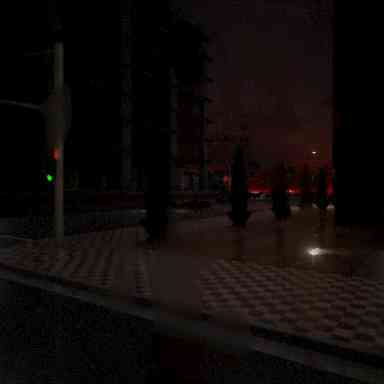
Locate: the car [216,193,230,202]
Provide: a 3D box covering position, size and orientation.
[{"bbox_3d":[5.917,1.190,56.224,1.882,1.535,5.008,0,0,35],"label":"car"}]

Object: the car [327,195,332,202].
[{"bbox_3d":[31.665,1.541,74.857,1.994,1.385,4.181,0,0,35],"label":"car"}]

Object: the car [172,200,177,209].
[{"bbox_3d":[-3.554,1.558,42.769,1.994,1.385,4.181,0,0,35],"label":"car"}]

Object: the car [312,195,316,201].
[{"bbox_3d":[28.553,1.466,76.513,1.882,1.535,5.008,0,0,35],"label":"car"}]

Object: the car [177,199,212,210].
[{"bbox_3d":[0.531,1.596,42.510,1.895,1.301,4.718,0,0,35],"label":"car"}]

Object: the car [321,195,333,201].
[{"bbox_3d":[34.503,1.414,85.069,1.812,1.442,4.674,0,0,35],"label":"car"}]
